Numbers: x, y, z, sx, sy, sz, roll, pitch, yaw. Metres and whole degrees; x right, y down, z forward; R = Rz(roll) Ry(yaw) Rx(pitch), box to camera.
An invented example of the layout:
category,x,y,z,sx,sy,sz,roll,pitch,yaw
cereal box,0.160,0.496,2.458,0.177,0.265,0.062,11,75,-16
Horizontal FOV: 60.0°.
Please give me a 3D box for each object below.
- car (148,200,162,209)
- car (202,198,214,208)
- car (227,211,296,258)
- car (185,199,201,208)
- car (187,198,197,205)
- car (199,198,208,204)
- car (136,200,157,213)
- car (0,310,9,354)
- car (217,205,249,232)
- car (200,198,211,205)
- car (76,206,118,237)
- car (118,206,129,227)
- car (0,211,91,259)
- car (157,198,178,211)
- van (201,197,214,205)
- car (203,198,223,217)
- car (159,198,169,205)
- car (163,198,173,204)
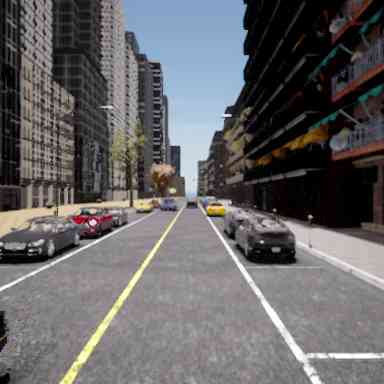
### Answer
category,x,y,z,sx,sy,sz,roll,pitch,yaw
car,-5.681,1.894,51.573,1.802,1.307,4.206,0,0,0
car,2.700,1.788,57.103,1.967,1.590,4.097,0,0,0
car,2.693,1.625,12.843,2.008,1.369,4.403,0,0,0
car,0.011,1.813,52.993,2.128,1.511,4.902,0,0,0
car,0.014,1.999,67.738,1.895,1.301,4.718,0,0,0
car,2.705,2.049,79.233,2.008,1.369,4.403,0,0,0
car,-5.683,1.764,40.337,1.752,1.417,4.829,0,0,0
car,-3.100,1.611,1.715,1.895,1.301,4.718,0,0,0
car,2.694,1.656,18.376,2.008,1.369,4.403,0,0,0
car,2.703,1.973,68.167,2.008,1.369,4.403,0,0,0
car,-5.687,1.546,18.378,1.967,1.590,4.097,0,0,0
car,-5.686,1.689,23.909,2.008,1.369,4.403,0,0,0
car,-5.688,1.625,12.845,2.008,1.369,4.403,0,0,0
car,-3.072,1.619,44.693,2.097,1.767,4.553,0,0,0
van,2.699,1.653,51.571,1.690,1.788,3.998,0,0,0
car,2.357,1.655,33.832,1.801,1.575,5.366,0,0,0
car,-5.677,1.946,68.000,1.752,1.417,4.829,0,0,0
car,-5.676,2.044,79.235,1.887,1.381,4.507,0,0,0
